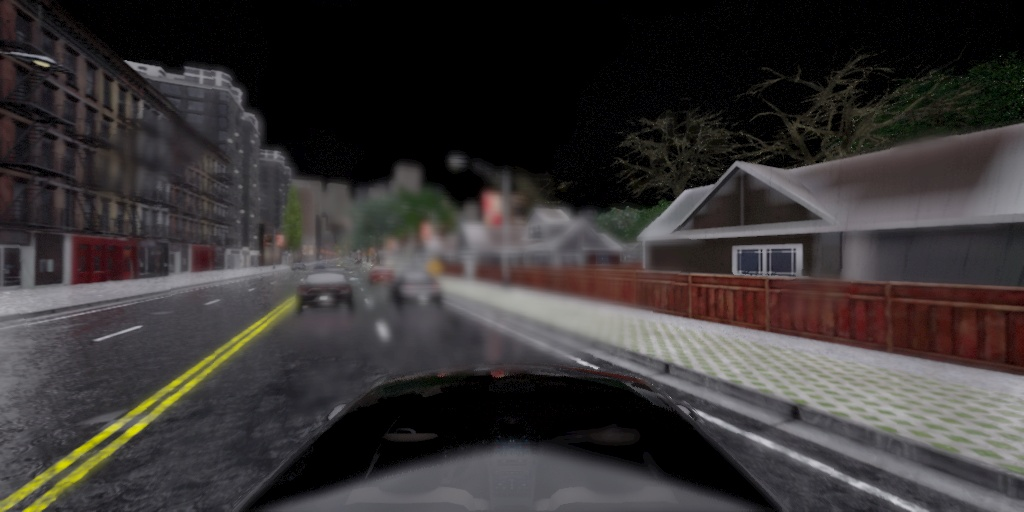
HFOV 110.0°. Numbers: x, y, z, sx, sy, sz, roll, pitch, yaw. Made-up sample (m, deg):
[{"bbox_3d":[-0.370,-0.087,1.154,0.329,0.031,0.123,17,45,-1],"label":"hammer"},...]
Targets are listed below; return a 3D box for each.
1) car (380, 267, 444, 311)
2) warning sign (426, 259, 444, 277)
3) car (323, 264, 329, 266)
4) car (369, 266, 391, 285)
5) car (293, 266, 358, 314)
[{"bbox_3d":[-4.247,1.393,15.463,2.128,1.511,4.902,0,-1,-24],"label":"car"},{"bbox_3d":[-5.320,1.116,24.709,1.300,1.860,1.060,0,0,-24],"label":"warning sign"},{"bbox_3d":[-12.992,1.563,26.899,2.033,1.411,5.357,0,-1,-24],"label":"car"},{"bbox_3d":[-10.724,1.527,29.812,1.882,1.535,5.008,0,0,-24],"label":"car"},{"bbox_3d":[-7.507,1.366,14.800,1.882,1.535,5.008,0,0,-24],"label":"car"}]
